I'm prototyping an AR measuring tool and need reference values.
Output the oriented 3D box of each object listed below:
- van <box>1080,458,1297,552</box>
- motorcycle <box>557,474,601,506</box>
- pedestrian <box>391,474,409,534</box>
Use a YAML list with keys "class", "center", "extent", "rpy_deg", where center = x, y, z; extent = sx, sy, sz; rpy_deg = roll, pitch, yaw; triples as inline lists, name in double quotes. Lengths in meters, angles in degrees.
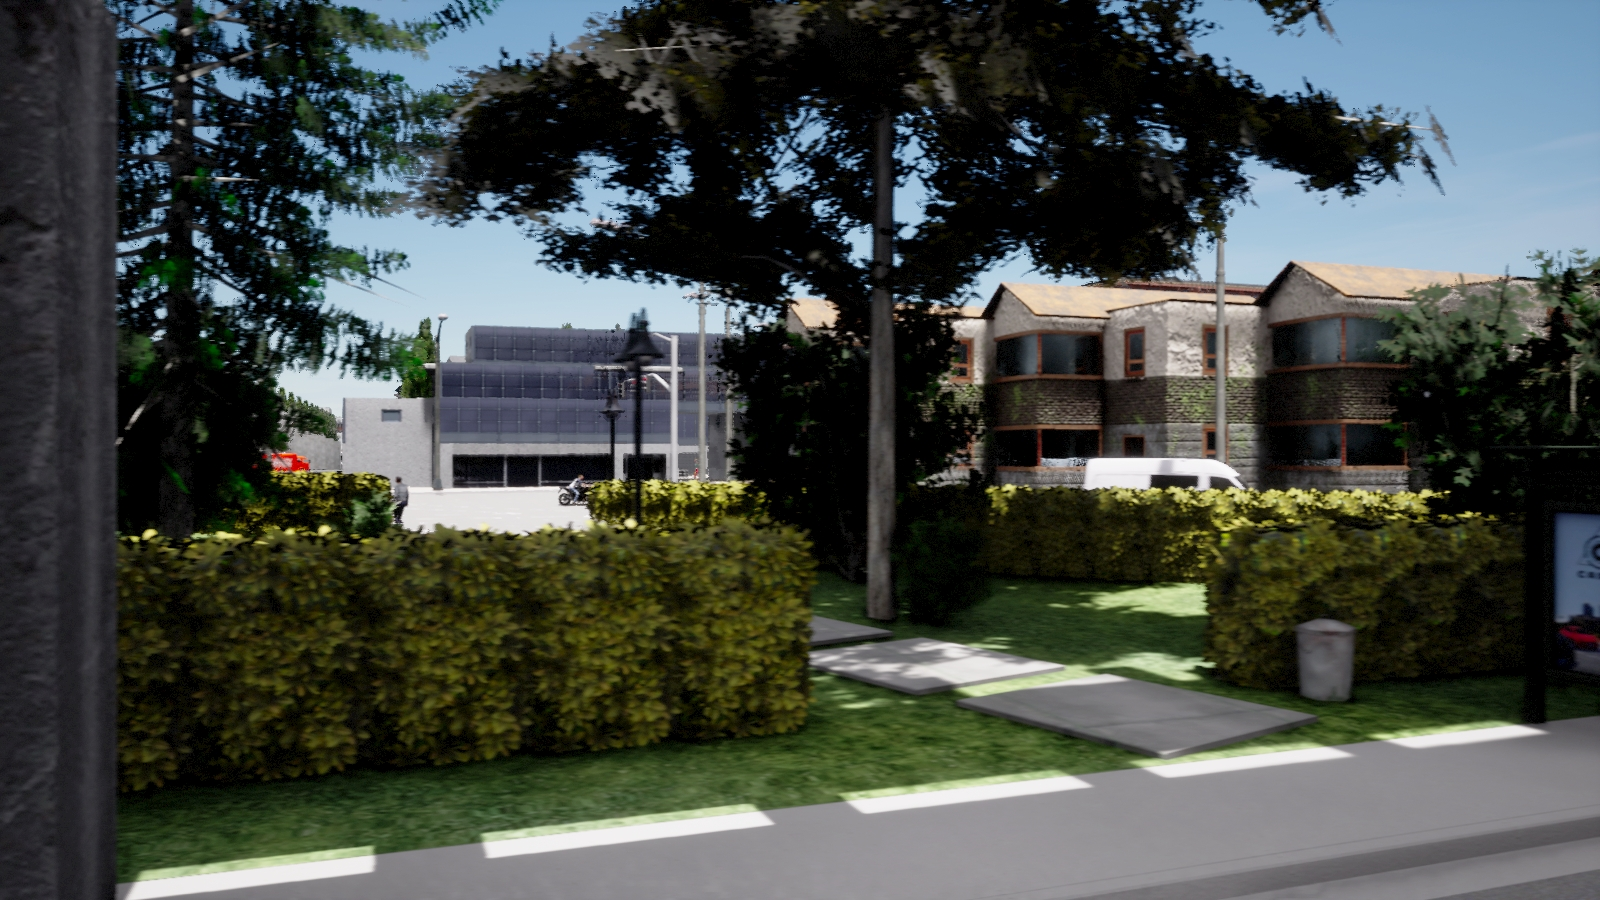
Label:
- class: "van"
  center: [11.482, 1.537, 33.826]
  extent: [5.915, 2.561, 1.988]
  rpy_deg: [0, 0, 25]
- class: "motorcycle"
  center: [-10.923, 1.970, 56.488]
  extent: [2.033, 1.505, 0.803]
  rpy_deg: [-1, 0, -20]
- class: "pedestrian"
  center: [-12.591, 1.701, 35.977]
  extent: [0.375, 1.860, 0.375]
  rpy_deg: [0, 0, 32]
